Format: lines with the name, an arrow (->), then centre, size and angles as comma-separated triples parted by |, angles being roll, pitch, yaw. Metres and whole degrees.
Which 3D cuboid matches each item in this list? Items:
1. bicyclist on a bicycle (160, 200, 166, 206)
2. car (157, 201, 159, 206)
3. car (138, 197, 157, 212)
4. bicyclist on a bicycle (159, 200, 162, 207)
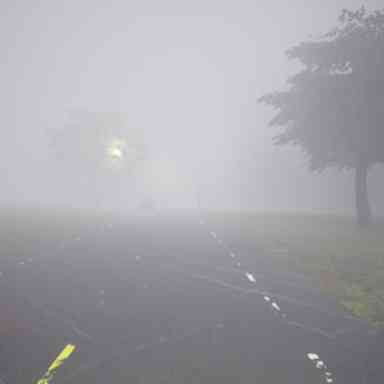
bicyclist on a bicycle -> -6.458, 2.654, 77.105 | 0.866, 1.612, 1.509 | 1, -1, -10
car -> -10.094, 2.991, 90.269 | 1.837, 1.490, 4.892 | 1, -2, -13
car -> -6.250, 1.684, 46.012 | 2.150, 2.045, 5.566 | 1, -1, -6
bicyclist on a bicycle -> -7.895, 2.874, 84.355 | 0.582, 1.620, 1.656 | 1, -2, -12
